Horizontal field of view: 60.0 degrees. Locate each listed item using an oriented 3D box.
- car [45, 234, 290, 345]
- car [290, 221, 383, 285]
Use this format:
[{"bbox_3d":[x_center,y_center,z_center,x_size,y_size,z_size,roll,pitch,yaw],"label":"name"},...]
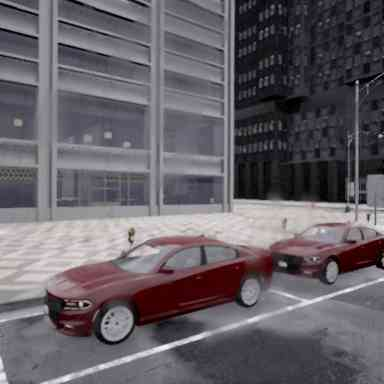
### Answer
[{"bbox_3d":[-0.388,1.552,6.388,4.507,1.381,1.887,0,0,-36],"label":"car"},{"bbox_3d":[4.108,1.565,9.599,4.507,1.381,1.887,0,0,-36],"label":"car"}]
